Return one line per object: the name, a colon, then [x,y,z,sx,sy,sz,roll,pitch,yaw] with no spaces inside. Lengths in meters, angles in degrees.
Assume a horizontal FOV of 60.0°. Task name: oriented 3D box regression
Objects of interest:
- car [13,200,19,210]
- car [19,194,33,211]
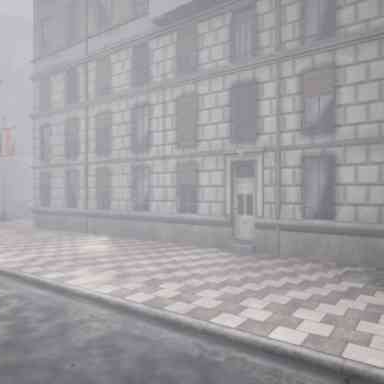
car: [-19.310,1.221,41.848,2.150,2.045,5.566,0,0,36]
car: [-17.118,1.352,38.901,2.097,1.767,4.553,0,0,36]
